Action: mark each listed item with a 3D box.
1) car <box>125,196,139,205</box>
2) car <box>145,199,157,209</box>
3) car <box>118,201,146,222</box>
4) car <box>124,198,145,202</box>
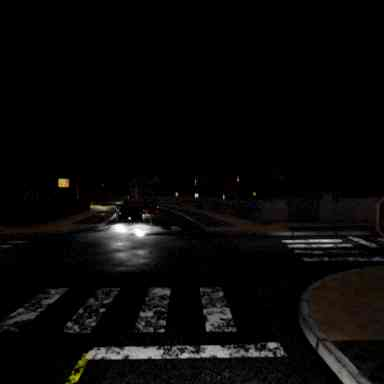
[{"bbox_3d":[-12.373,1.734,68.746,2.097,1.767,4.553,0,0,-20],"label":"car"},{"bbox_3d":[-6.384,1.741,49.403,1.812,1.442,4.674,0,0,-14],"label":"car"},{"bbox_3d":[-4.983,1.684,27.191,1.895,1.301,4.718,0,0,-8],"label":"car"},{"bbox_3d":[-6.791,1.714,37.854,1.994,1.385,4.181,0,0,-11],"label":"car"}]
